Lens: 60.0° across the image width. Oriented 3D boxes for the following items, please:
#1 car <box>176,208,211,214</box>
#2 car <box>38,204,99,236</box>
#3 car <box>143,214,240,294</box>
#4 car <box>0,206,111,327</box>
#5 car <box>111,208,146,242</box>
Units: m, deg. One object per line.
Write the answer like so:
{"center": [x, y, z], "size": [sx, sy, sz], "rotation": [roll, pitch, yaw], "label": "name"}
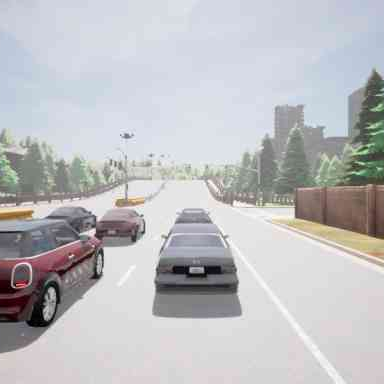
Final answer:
{"center": [0.084, 1.564, 18.383], "size": [1.994, 1.385, 4.181], "rotation": [0, 0, 0], "label": "car"}
{"center": [-6.914, 1.525, 19.198], "size": [1.812, 1.442, 4.674], "rotation": [0, 0, 0], "label": "car"}
{"center": [0.091, 1.547, 8.917], "size": [2.033, 1.411, 5.357], "rotation": [0, 0, 0], "label": "car"}
{"center": [-3.408, 1.352, 7.175], "size": [2.097, 1.767, 4.553], "rotation": [0, 0, 0], "label": "car"}
{"center": [-3.419, 1.526, 16.386], "size": [1.812, 1.442, 4.674], "rotation": [0, 0, -1], "label": "car"}
